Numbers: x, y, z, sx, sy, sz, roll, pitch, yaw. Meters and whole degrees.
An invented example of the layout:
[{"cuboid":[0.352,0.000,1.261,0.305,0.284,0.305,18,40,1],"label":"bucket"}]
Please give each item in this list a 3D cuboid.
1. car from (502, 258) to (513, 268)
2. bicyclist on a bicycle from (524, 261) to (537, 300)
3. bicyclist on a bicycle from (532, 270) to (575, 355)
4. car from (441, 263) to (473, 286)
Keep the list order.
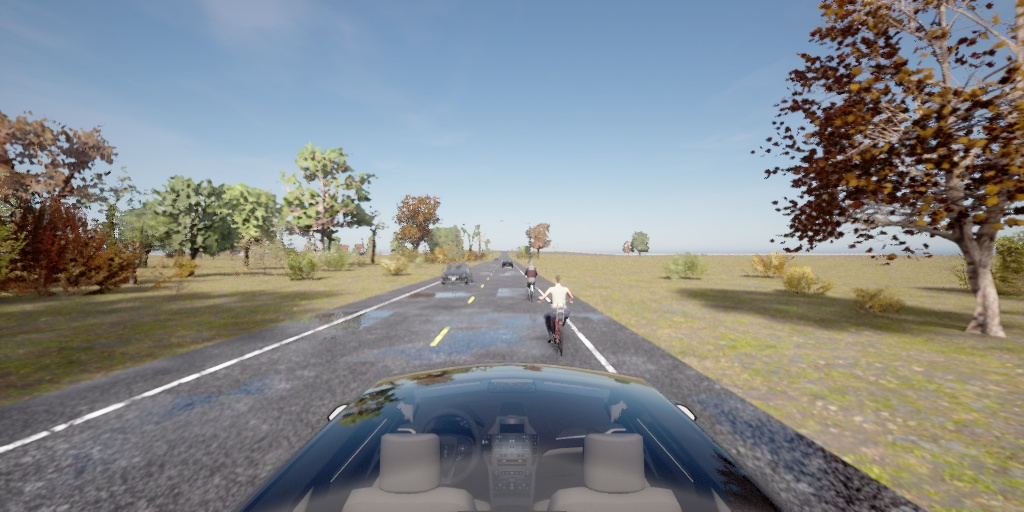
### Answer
[{"cuboid":[-0.740,1.213,61.563,1.882,1.535,5.008,0,0,-1],"label":"car"},{"cuboid":[0.859,1.119,16.145,0.659,1.776,1.843,0,0,-1],"label":"bicyclist on a bicycle"},{"cuboid":[0.966,1.186,7.690,0.866,1.612,1.509,0,0,-1],"label":"bicyclist on a bicycle"},{"cuboid":[-3.836,1.252,25.605,1.837,1.490,4.892,0,0,-1],"label":"car"}]
